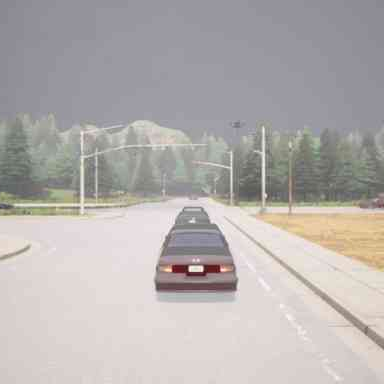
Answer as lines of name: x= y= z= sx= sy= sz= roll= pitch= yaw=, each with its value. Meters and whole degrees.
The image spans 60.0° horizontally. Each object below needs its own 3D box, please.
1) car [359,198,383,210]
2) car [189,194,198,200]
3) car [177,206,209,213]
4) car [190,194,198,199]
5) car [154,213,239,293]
car: x=22.609 y=1.399 z=40.067 sx=4.674 sy=1.442 sz=1.812 roll=0 pitch=0 yaw=1
car: x=0.314 y=1.403 z=83.790 sx=1.994 sy=1.385 sz=4.181 roll=0 pitch=0 yaw=2
car: x=0.066 y=1.529 z=19.578 sx=1.994 sy=1.385 sz=4.181 roll=0 pitch=0 yaw=1
car: x=0.702 y=1.310 z=93.836 sx=2.033 sy=1.411 sz=5.357 roll=0 pitch=0 yaw=2
car: x=0.085 y=1.535 z=8.971 sx=2.033 sy=1.411 sz=5.357 roll=0 pitch=0 yaw=0
